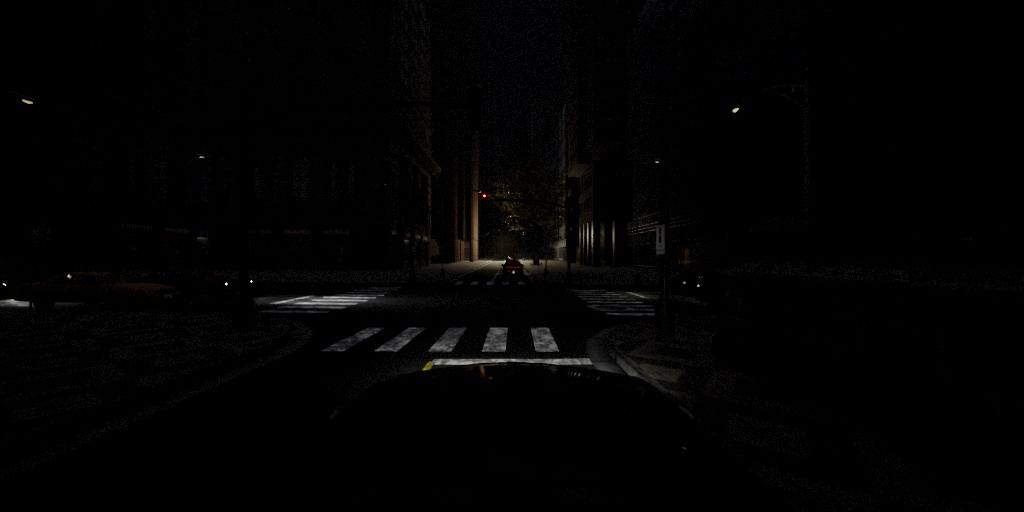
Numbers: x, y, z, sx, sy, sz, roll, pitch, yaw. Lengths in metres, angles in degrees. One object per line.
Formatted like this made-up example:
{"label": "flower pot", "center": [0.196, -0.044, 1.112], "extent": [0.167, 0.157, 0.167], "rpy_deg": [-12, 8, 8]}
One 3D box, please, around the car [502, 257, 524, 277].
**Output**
{"label": "car", "center": [0.082, 1.174, 34.584], "extent": [1.837, 1.490, 4.892], "rpy_deg": [0, 0, -1]}

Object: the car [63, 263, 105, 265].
{"label": "car", "center": [-26.358, 1.065, 21.645], "extent": [4.313, 1.339, 1.948], "rpy_deg": [0, 0, 0]}

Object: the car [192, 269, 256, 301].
{"label": "car", "center": [-14.103, 1.231, 15.741], "extent": [4.718, 1.301, 1.895], "rpy_deg": [1, 0, 0]}

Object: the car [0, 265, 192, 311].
{"label": "car", "center": [-14.965, 1.146, 13.083], "extent": [4.829, 1.417, 1.751], "rpy_deg": [0, 0, 0]}

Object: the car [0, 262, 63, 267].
{"label": "car", "center": [-23.846, 1.076, 15.774], "extent": [5.357, 1.411, 2.033], "rpy_deg": [1, 0, 0]}

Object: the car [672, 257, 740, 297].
{"label": "car", "center": [11.838, 1.049, 18.856], "extent": [5.566, 2.045, 2.150], "rpy_deg": [0, 0, 0]}
